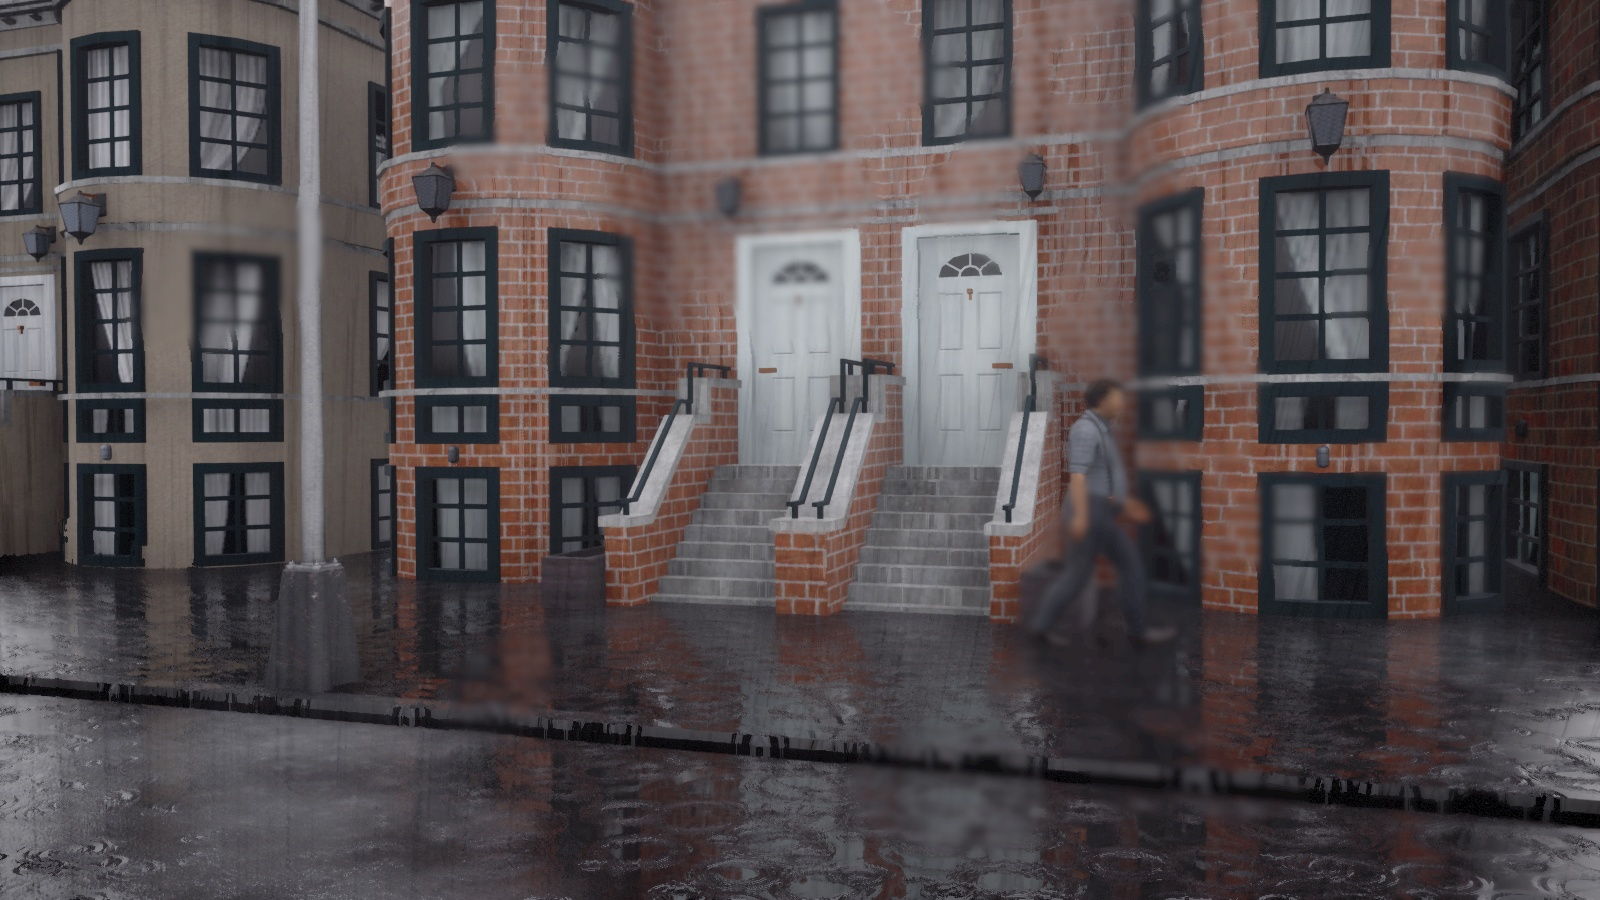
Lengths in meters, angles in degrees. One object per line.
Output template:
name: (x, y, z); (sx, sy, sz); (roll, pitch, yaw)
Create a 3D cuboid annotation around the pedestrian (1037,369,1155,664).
pedestrian: (1.944, 0.412, 8.220); (0.694, 1.848, 0.540); (1, 1, 19)
